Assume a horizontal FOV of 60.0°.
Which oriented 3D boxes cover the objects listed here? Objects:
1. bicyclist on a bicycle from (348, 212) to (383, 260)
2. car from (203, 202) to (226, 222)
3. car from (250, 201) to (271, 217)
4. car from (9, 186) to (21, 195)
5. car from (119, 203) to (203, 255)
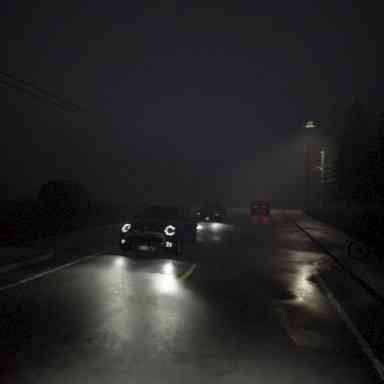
[{"bbox_3d":[6.067,1.491,11.019,1.656,1.620,0.582,2,0,12],"label":"bicyclist on a bicycle"},{"bbox_3d":[1.677,1.551,26.662,2.033,1.411,5.357,2,0,12],"label":"car"},{"bbox_3d":[7.107,1.669,34.662,2.128,1.511,4.902,2,0,12],"label":"car"},{"bbox_3d":[-36.813,-0.317,67.318,3.866,1.878,1.905,0,7,-32],"label":"car"},{"bbox_3d":[-1.124,1.288,13.180,2.097,1.767,4.553,2,0,12],"label":"car"}]
